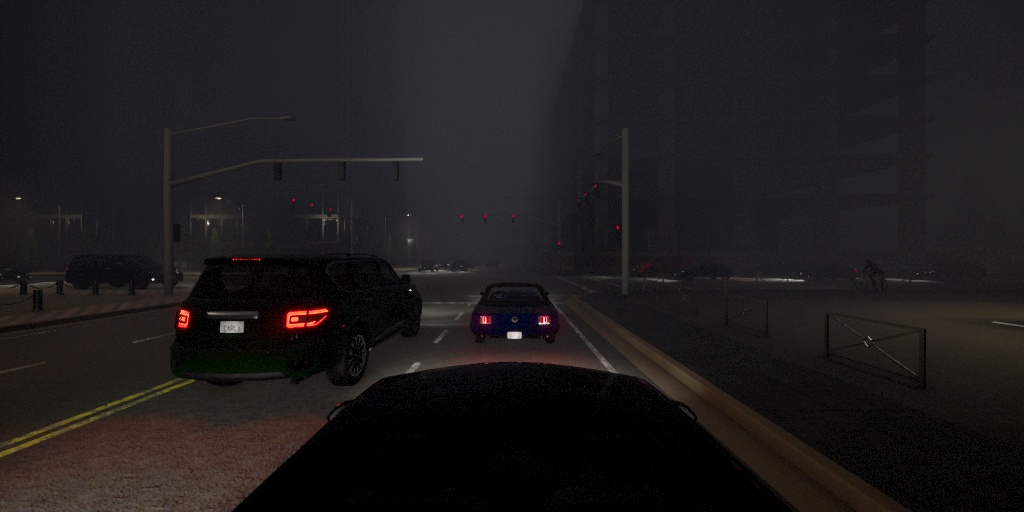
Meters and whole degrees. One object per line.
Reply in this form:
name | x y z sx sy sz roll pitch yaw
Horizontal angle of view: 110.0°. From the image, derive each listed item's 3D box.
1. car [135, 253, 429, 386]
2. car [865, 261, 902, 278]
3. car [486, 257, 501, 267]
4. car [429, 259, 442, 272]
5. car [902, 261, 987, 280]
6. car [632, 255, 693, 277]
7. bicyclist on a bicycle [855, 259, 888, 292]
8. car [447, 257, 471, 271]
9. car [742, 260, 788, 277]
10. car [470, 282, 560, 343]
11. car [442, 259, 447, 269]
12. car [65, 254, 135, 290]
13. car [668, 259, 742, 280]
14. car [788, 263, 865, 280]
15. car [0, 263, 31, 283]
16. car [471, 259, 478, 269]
car | -3.443 0.971 7.117 2.150 2.045 5.566 0 0 0
car | 33.633 1.220 32.830 4.674 1.442 1.812 0 0 0
car | -3.449 1.351 63.307 1.895 1.301 4.718 0 0 0
car | -10.636 1.255 45.893 1.837 1.490 4.892 0 0 0
car | 35.587 1.199 29.335 4.892 1.490 1.837 0 0 0
car | 13.909 0.917 32.758 5.566 2.045 2.150 0 0 0
bicyclist on a bicycle | 18.317 0.998 18.292 0.582 1.620 1.656 0 0 0
car | -7.136 1.255 48.517 1.837 1.490 4.892 0 0 0
car | 23.639 1.172 32.796 5.008 1.535 1.882 0 0 -1
car | 0.073 1.351 9.633 1.895 1.301 4.718 0 0 0
car | -10.634 1.241 55.236 2.128 1.511 4.902 0 0 0
car | -23.233 0.916 21.592 5.566 2.045 2.150 0 0 0
car | 15.629 1.220 29.243 4.674 1.442 1.812 0 0 0
car | 25.593 1.259 29.306 4.181 1.385 1.994 0 0 0
car | -36.935 1.199 25.116 4.892 1.490 1.837 0 0 1
car | -7.130 1.228 57.975 1.882 1.535 5.008 0 0 0
